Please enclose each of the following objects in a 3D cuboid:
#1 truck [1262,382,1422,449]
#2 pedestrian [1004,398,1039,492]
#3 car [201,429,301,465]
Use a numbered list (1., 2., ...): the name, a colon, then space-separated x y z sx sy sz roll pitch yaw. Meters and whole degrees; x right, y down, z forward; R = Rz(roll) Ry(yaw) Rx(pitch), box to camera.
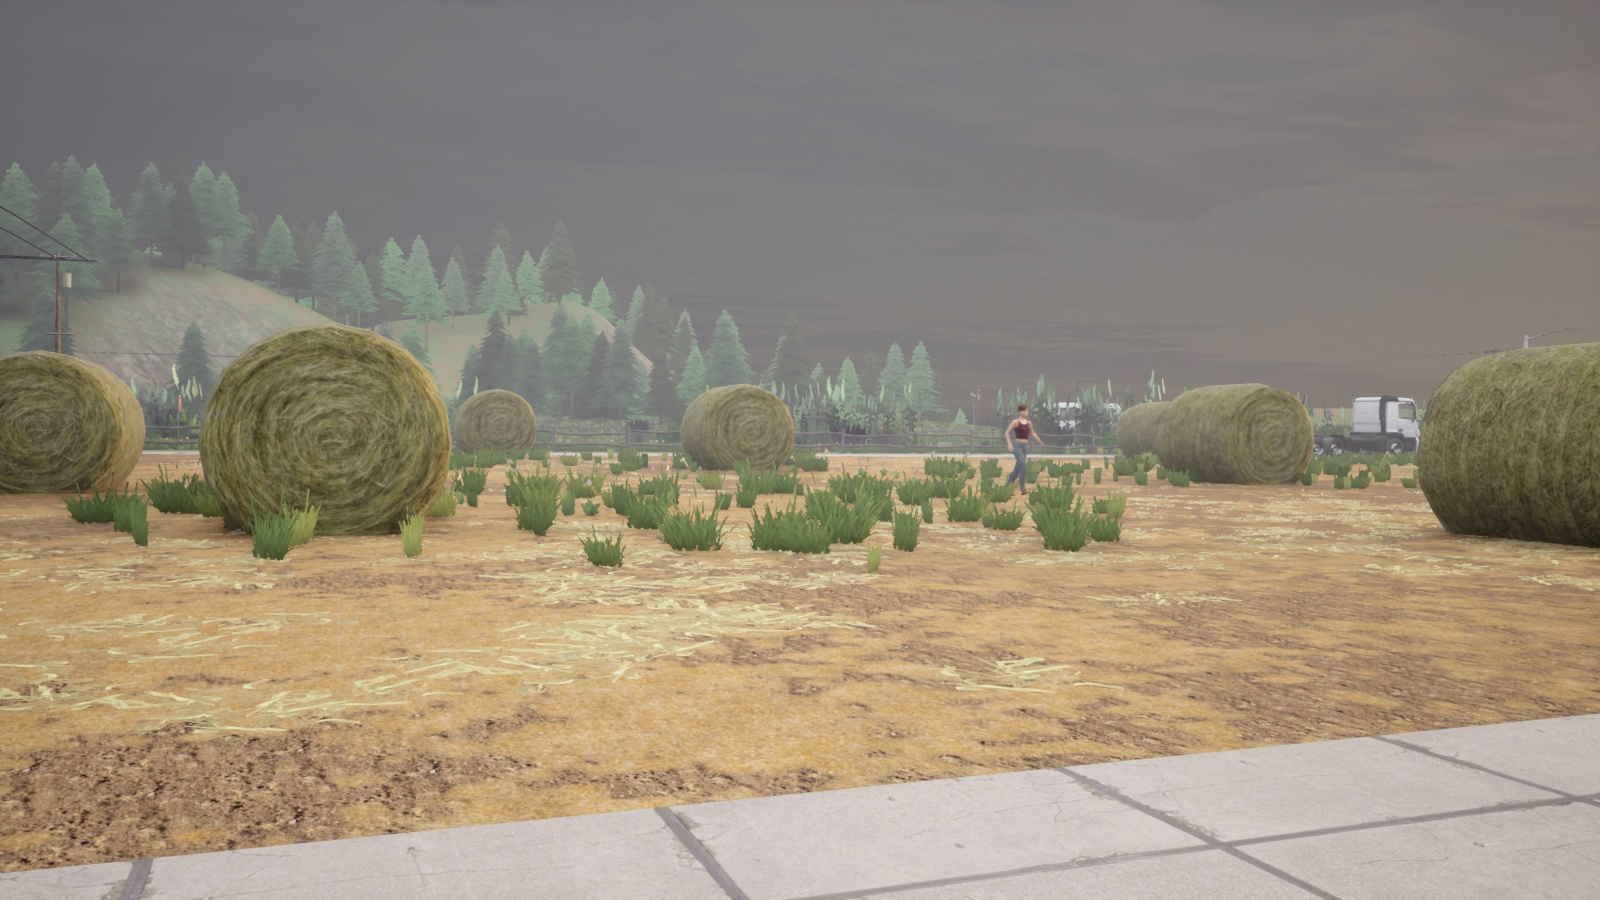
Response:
1. truck: 29.346 -1.891 68.004 7.936 3.462 2.891 -1 1 -17
2. pedestrian: 4.364 -0.104 24.727 0.345 1.836 0.594 -1 1 -36
3. car: -24.130 -0.149 55.368 3.806 1.475 1.970 -1 1 -17
